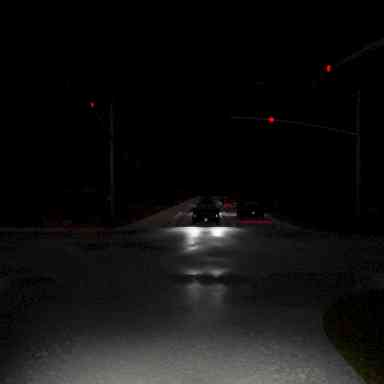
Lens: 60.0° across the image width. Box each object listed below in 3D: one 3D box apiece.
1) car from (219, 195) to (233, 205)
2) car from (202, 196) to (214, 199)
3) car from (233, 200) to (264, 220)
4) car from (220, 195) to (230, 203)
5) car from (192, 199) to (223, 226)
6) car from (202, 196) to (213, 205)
[{"bbox_3d":[6.341,1.566,59.053,1.895,1.301,4.718,0,0,3],"label":"car"},{"bbox_3d":[1.715,1.469,37.958,1.837,1.490,4.892,0,0,3],"label":"car"},{"bbox_3d":[4.837,1.443,28.029,1.882,1.535,5.008,0,0,3],"label":"car"},{"bbox_3d":[6.824,1.470,69.014,1.837,1.490,4.892,0,0,3],"label":"car"},{"bbox_3d":[0.999,1.491,23.368,1.812,1.442,4.674,0,0,3],"label":"car"},{"bbox_3d":[2.844,1.471,59.861,1.837,1.490,4.892,0,0,3],"label":"car"}]
